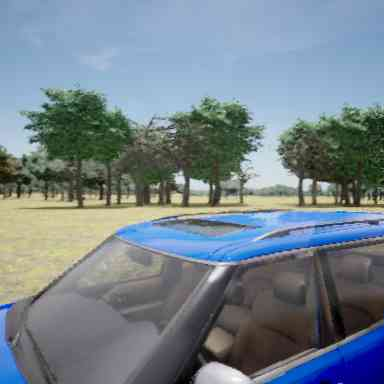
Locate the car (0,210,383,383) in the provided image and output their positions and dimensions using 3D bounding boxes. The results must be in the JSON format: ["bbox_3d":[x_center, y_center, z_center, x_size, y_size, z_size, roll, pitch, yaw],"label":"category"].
[{"bbox_3d":[0.195,1.217,2.601,5.566,2.045,2.150,0,0,-33],"label":"car"}]
